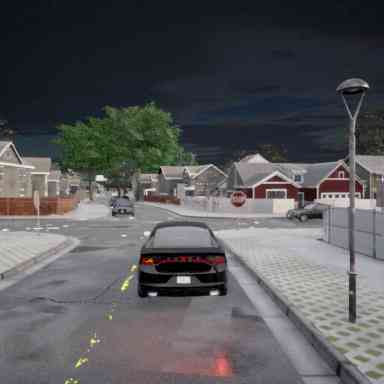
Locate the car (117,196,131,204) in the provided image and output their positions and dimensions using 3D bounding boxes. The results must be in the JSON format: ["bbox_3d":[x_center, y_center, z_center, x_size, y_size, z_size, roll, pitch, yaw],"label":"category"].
[{"bbox_3d":[-13.300,1.513,65.011,1.837,1.490,4.892,0,0,-21],"label":"car"}]

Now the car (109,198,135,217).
[{"bbox_3d":[-6.435,1.577,31.549,1.994,1.385,4.181,0,0,-6],"label":"car"}]

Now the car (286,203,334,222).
[{"bbox_3d":[9.947,1.633,26.981,4.674,1.442,1.812,1,1,-15],"label":"car"}]

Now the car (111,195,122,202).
[{"bbox_3d":[-16.874,1.495,74.471,1.882,1.535,5.008,0,0,-19],"label":"car"}]

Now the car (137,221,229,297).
[{"bbox_3d":[-0.271,1.476,8.633,1.882,1.535,5.008,0,0,-3],"label":"car"}]

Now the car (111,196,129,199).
[{"bbox_3d":[-9.229,1.567,44.241,2.033,1.411,5.357,0,0,-16],"label":"car"}]
